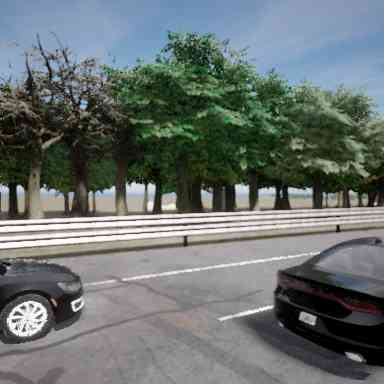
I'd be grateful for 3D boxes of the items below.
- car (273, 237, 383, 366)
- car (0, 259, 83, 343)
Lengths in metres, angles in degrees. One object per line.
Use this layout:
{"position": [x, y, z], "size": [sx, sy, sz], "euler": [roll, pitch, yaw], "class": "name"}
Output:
{"position": [3.625, 1.508, 5.635], "size": [5.008, 1.535, 1.882], "euler": [0, 0, -31], "class": "car"}
{"position": [-4.179, 1.516, 4.961], "size": [4.892, 1.490, 1.837], "euler": [0, 0, -32], "class": "car"}
